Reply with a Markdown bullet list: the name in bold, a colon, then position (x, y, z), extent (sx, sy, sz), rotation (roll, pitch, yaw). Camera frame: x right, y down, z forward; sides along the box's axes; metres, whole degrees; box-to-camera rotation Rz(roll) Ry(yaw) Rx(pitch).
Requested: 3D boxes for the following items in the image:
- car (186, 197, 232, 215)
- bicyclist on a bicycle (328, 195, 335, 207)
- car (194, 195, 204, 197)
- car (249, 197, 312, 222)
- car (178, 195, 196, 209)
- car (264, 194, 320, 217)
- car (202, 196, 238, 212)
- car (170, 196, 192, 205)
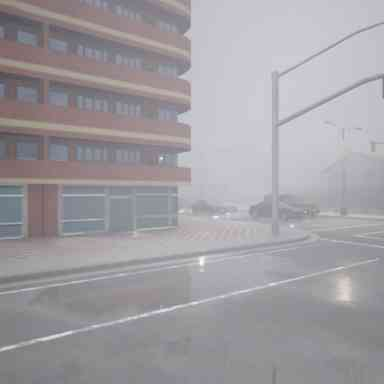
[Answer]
- **car**: position (1.685, 1.526, 34.449), extent (1.812, 1.442, 4.674), rotation (0, 0, -35)
- **bicyclist on a bicycle**: position (19.295, 1.300, 45.856), extent (1.656, 1.620, 0.582), rotation (0, 0, -35)
- **car**: position (0.728, 1.352, 62.452), extent (2.097, 1.767, 4.553), rotation (0, 0, -35)
- **car**: position (6.808, 1.478, 26.973), extent (1.882, 1.535, 5.008), rotation (0, 0, -34)
- **car**: position (-1.989, 1.505, 45.952), extent (1.837, 1.490, 4.892), rotation (0, 0, -34)
- **car**: position (8.794, 1.221, 30.302), extent (2.150, 2.045, 5.566), rotation (0, 0, -34)
- **car**: position (3.256, 1.526, 38.348), extent (1.812, 1.442, 4.674), rotation (0, 0, -35)
- **car**: position (-2.124, 1.526, 60.506), extent (1.812, 1.442, 4.674), rotation (0, 0, -34)
